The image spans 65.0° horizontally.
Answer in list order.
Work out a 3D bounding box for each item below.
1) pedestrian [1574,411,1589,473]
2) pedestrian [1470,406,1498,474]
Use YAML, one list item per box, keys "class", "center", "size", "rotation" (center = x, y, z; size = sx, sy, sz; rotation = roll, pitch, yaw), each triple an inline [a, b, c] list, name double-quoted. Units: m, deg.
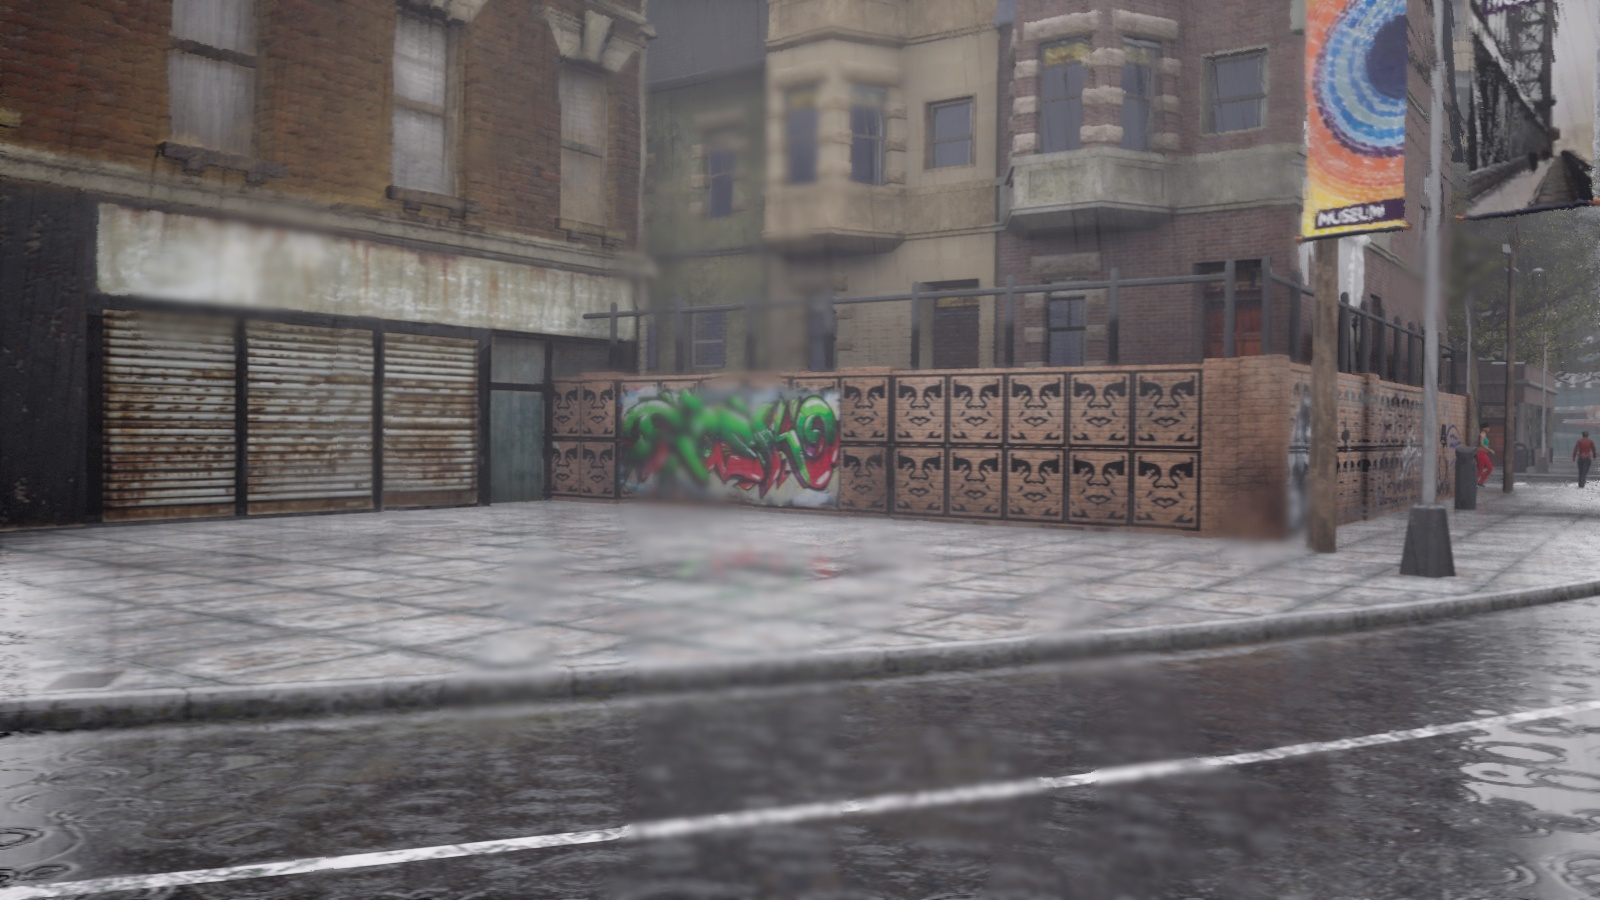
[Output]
- class: "pedestrian"
  center: [23.380, -0.234, 37.557]
  size: [0.331, 1.846, 0.636]
  rotation: [0, 1, 36]
- class: "pedestrian"
  center: [18.528, -0.276, 34.032]
  size: [0.594, 1.836, 0.345]
  rotation: [0, 1, 41]
